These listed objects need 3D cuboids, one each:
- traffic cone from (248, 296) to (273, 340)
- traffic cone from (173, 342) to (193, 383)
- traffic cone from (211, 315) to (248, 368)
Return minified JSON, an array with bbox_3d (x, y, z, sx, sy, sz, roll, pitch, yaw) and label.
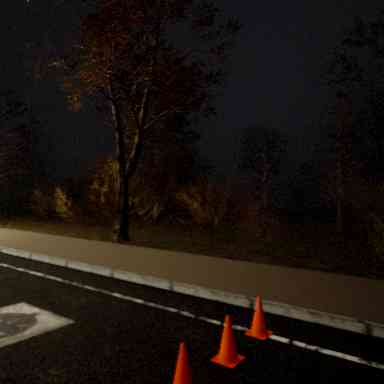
[{"bbox_3d":[1.061,1.952,5.271,0.340,0.580,0.340,0,0,36],"label":"traffic cone"},{"bbox_3d":[-0.102,1.950,3.644,0.340,0.580,0.340,0,0,36],"label":"traffic cone"},{"bbox_3d":[0.480,1.951,4.457,0.340,0.580,0.340,0,0,36],"label":"traffic cone"}]
